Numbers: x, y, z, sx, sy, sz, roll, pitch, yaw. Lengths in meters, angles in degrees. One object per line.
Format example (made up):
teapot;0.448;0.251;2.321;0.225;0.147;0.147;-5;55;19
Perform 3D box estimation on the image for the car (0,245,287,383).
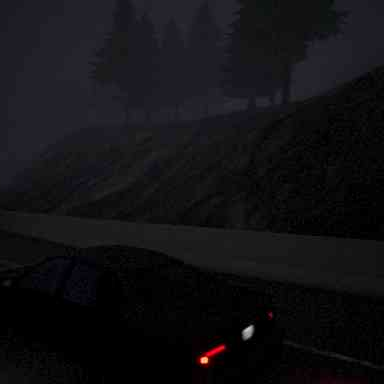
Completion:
car;-1.383;1.572;5.104;5.357;1.411;2.033;0;0;37
